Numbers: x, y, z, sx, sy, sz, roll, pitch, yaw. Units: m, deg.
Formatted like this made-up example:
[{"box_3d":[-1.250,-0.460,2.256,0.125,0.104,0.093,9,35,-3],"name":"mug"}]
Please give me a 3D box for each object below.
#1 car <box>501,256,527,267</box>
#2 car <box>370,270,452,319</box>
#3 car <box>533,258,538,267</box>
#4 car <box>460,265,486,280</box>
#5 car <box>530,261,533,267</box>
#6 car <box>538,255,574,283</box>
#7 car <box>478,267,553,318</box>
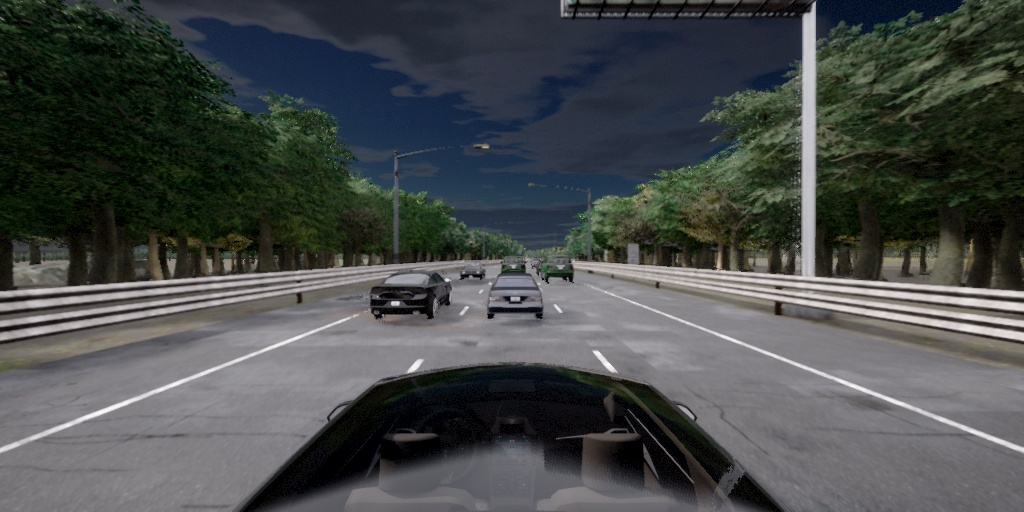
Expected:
[{"box_3d":[0.153,1.031,32.311,2.150,2.045,5.566,0,0,1],"name":"car"},{"box_3d":[-3.402,1.236,12.937,1.882,1.535,5.008,0,0,0],"name":"car"},{"box_3d":[3.655,1.320,40.422,1.837,1.490,4.892,0,0,1],"name":"car"},{"box_3d":[-3.352,1.408,31.703,1.895,1.301,4.718,0,0,0],"name":"car"},{"box_3d":[4.268,1.559,62.258,1.895,1.301,4.718,0,0,3],"name":"car"},{"box_3d":[3.518,0.983,28.501,2.150,2.045,5.566,0,0,0],"name":"car"},{"box_3d":[0.097,1.306,13.016,2.033,1.411,5.357,0,0,0],"name":"car"}]
